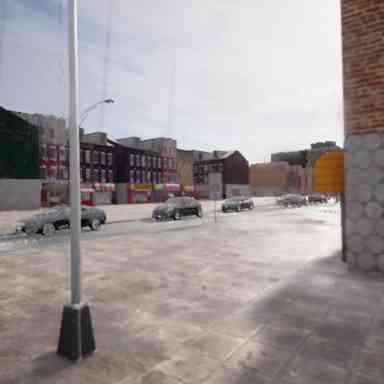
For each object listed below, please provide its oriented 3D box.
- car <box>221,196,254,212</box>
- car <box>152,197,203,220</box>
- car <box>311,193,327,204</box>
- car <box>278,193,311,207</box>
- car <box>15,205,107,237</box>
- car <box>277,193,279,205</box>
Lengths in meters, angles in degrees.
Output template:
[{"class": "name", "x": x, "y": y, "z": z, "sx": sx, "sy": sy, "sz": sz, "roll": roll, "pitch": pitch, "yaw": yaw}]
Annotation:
[{"class": "car", "x": 4.767, "y": 1.258, "z": 34.664, "sx": 1.837, "sy": 1.490, "sz": 4.892, "roll": -2, "pitch": 0, "yaw": 35}, {"class": "car", "x": -1.119, "y": 1.217, "z": 26.322, "sx": 2.097, "sy": 1.767, "sz": 4.553, "roll": -2, "pitch": 0, "yaw": 35}, {"class": "car", "x": 18.688, "y": 0.956, "z": 49.523, "sx": 1.837, "sy": 1.490, "sz": 4.892, "roll": -2, "pitch": 0, "yaw": 35}, {"class": "car", "x": 12.759, "y": 1.075, "z": 41.007, "sx": 1.837, "sy": 1.490, "sz": 4.892, "roll": -2, "pitch": 0, "yaw": 35}, {"class": "car", "x": -6.919, "y": 1.466, "z": 18.062, "sx": 2.128, "sy": 1.511, "sz": 4.902, "roll": -2, "pitch": 0, "yaw": 35}, {"class": "car", "x": 13.564, "y": 1.092, "z": 47.015, "sx": 1.882, "sy": 1.535, "sz": 5.008, "roll": -2, "pitch": 0, "yaw": 35}]
